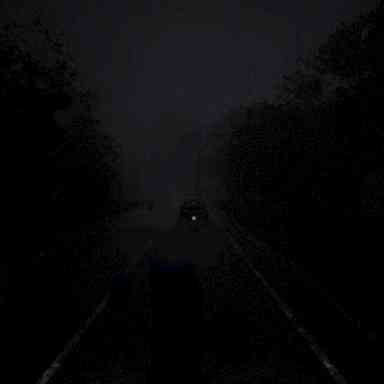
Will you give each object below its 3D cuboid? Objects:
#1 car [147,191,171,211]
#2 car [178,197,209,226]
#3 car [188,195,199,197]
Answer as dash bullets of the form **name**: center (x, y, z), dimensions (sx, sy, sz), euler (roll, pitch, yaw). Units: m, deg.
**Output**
- **car**: center (-3.573, 0.927, 36.906), dimensions (2.150, 2.045, 5.566), euler (0, 1, 0)
- **car**: center (0.113, 1.320, 22.075), dimensions (2.128, 1.511, 4.902), euler (0, 1, 0)
- **car**: center (0.123, 1.154, 40.536), dimensions (1.882, 1.535, 5.008), euler (0, 1, 0)
